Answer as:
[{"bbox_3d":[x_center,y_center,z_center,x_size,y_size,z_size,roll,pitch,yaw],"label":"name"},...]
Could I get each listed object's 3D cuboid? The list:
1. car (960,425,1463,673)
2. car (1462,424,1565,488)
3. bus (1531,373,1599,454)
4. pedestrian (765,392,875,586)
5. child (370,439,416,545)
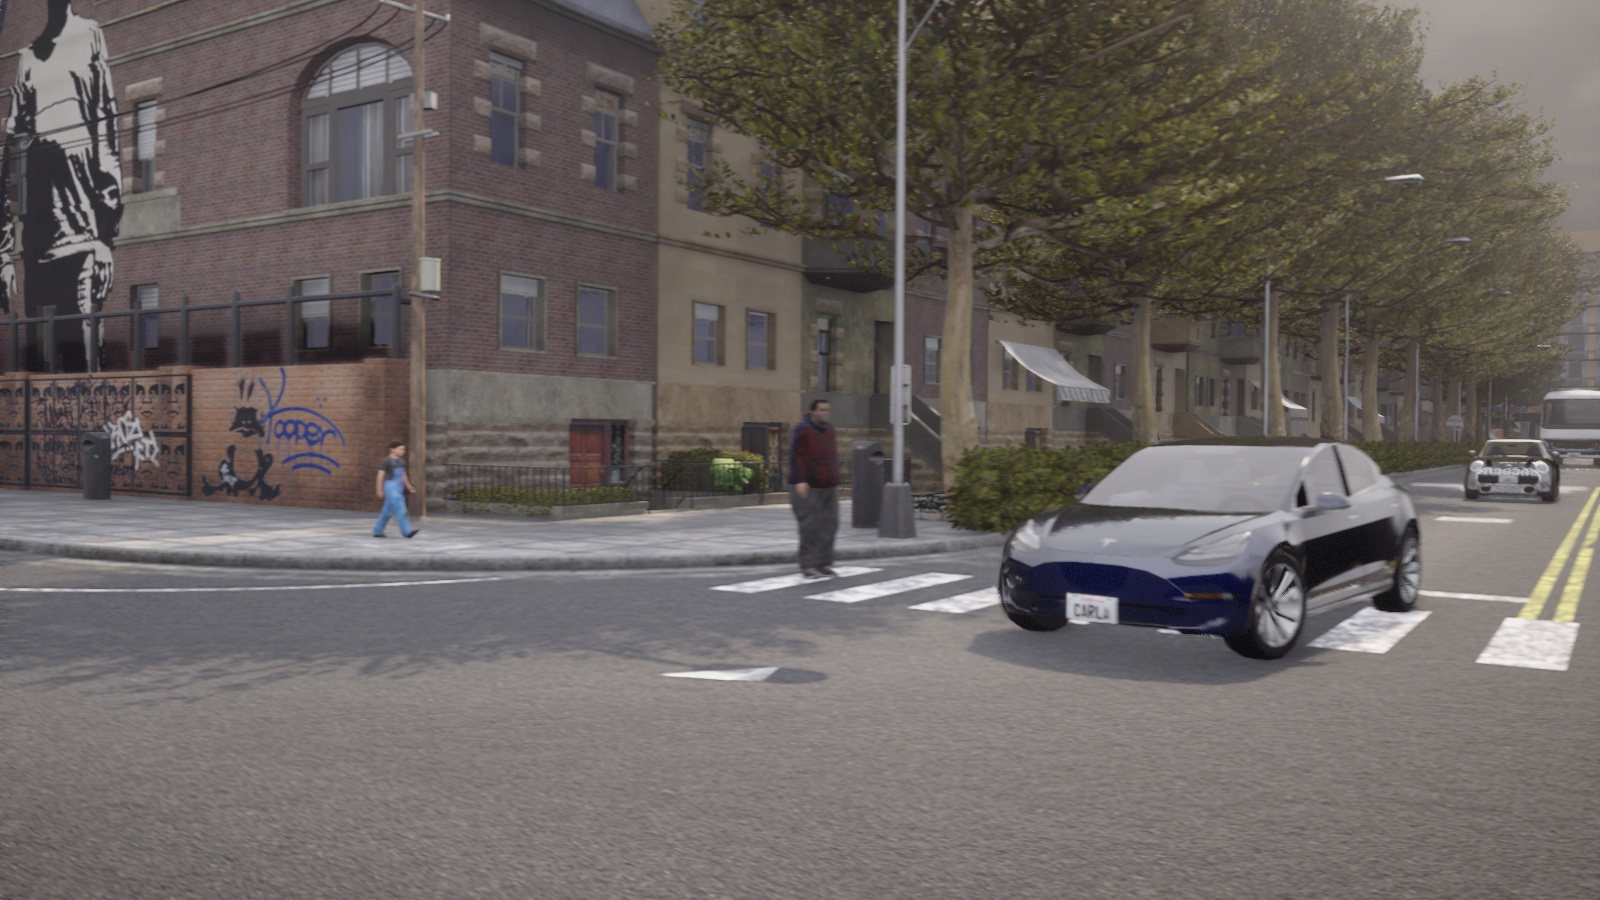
[{"bbox_3d":[3.537,0.561,10.110,2.163,1.488,4.792,0,1,41],"label":"car"},{"bbox_3d":[17.630,0.115,30.937,1.970,1.475,3.806,0,1,33],"label":"car"},{"bbox_3d":[44.010,-2.015,71.124,3.944,4.253,10.273,0,1,33],"label":"bus"},{"bbox_3d":[0.194,0.366,12.483,0.634,1.844,0.899,-1,1,-41],"label":"pedestrian"},{"bbox_3d":[-4.924,0.505,15.197,0.437,1.263,0.270,0,1,13],"label":"child"}]
